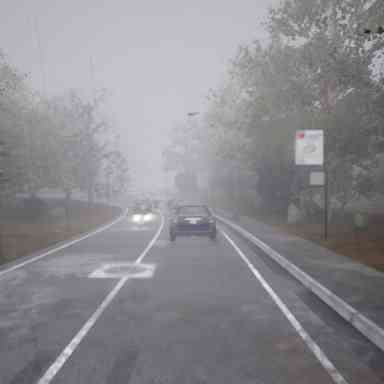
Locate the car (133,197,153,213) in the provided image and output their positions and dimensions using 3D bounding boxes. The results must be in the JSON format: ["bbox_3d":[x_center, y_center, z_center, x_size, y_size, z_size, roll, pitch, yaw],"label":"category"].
[{"bbox_3d":[-5.276,1.358,35.804,2.128,1.511,4.902,-1,1,-9],"label":"car"}]

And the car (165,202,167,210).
[{"bbox_3d":[-1.819,1.361,36.535,2.033,1.411,5.357,-1,2,-10],"label":"car"}]

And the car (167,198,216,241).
[{"bbox_3d":[0.002,1.322,16.717,2.097,1.767,4.553,0,0,-2],"label":"car"}]
